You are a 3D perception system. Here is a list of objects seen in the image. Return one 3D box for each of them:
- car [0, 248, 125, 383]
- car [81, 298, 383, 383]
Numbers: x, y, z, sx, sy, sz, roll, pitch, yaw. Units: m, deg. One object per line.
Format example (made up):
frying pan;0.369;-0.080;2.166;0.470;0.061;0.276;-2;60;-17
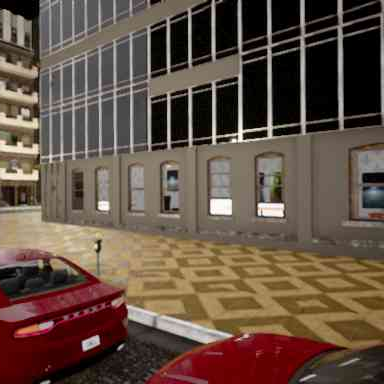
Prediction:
car;-2.929;1.523;4.976;4.507;1.381;1.887;0;-1;36
car;1.644;1.547;1.714;4.507;1.381;1.887;0;-1;36
